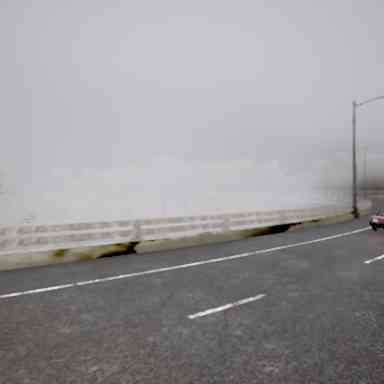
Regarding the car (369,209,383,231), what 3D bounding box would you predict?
[{"bbox_3d":[12.305,1.635,19.974,1.895,1.301,4.718,0,0,43],"label":"car"}]
